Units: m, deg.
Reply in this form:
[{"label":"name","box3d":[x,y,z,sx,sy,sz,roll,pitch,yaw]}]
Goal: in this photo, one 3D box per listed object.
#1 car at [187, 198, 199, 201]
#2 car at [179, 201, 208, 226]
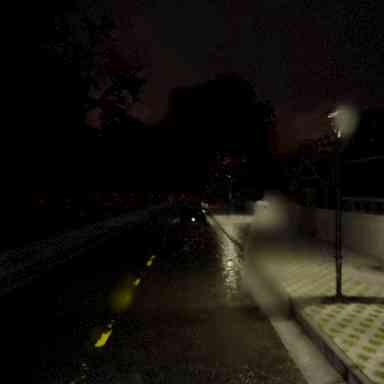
[{"label":"car","box3d":[0.101,1.552,41.025,2.097,1.767,4.553,0,0,0]},{"label":"car","box3d":[0.100,1.614,24.317,1.837,1.490,4.892,0,-1,0]}]
